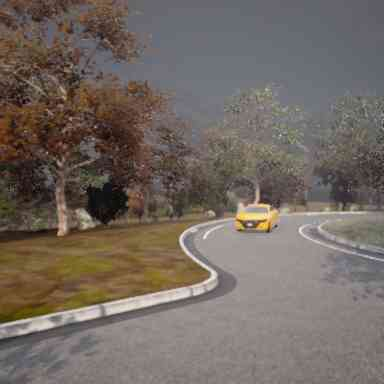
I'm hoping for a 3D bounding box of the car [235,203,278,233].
[{"bbox_3d":[3.932,1.463,19.754,1.882,1.535,5.008,-1,-1,21],"label":"car"}]
